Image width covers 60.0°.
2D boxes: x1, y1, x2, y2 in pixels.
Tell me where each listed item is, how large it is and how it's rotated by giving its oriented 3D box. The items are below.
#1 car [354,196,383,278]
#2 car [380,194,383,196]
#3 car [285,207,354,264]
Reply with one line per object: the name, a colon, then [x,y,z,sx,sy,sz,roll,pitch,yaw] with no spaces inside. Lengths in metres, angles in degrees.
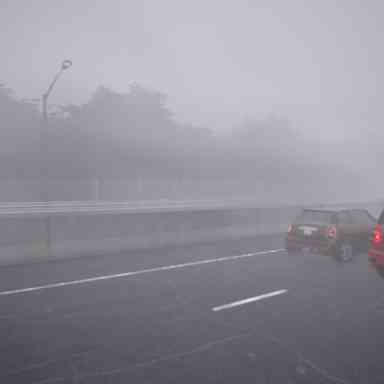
car: [6.817,1.181,8.575,5.566,2.045,2.150,-1,0,-35]
car: [28.518,0.885,48.650,4.718,1.301,1.895,-2,1,-33]
car: [5.464,1.303,11.890,4.553,1.767,2.097,0,0,-35]
